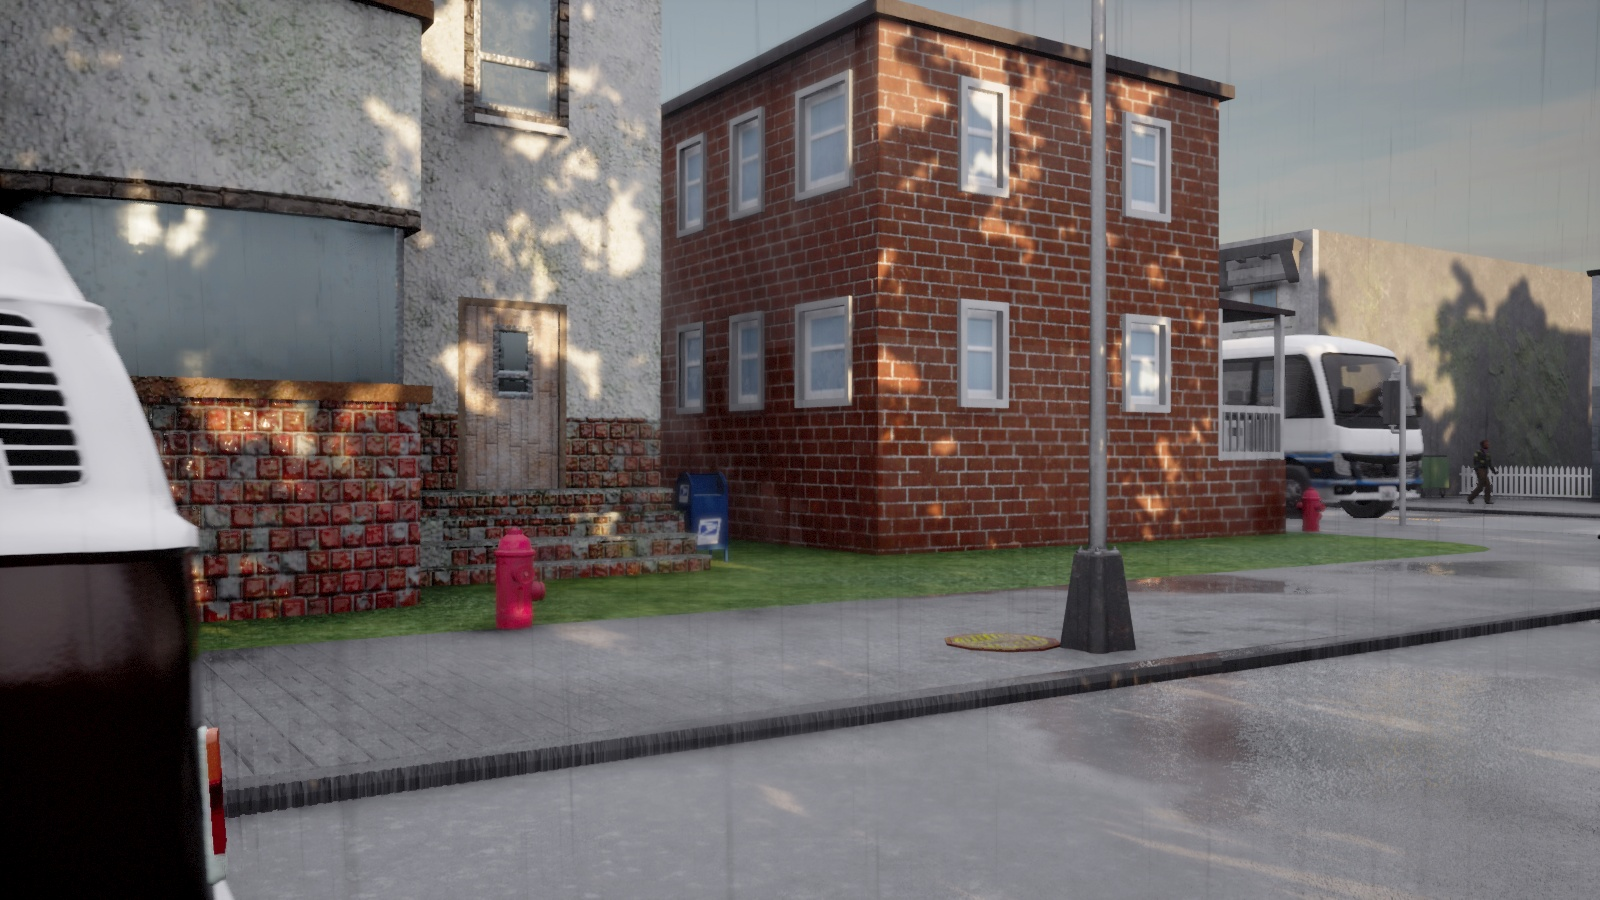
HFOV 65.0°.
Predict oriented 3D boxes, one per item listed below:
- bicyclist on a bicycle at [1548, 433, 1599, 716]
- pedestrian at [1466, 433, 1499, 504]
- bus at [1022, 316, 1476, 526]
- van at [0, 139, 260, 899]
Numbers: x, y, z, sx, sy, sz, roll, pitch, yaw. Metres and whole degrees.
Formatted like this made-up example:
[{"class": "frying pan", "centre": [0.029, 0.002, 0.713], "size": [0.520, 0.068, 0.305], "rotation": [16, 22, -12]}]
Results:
[{"class": "bicyclist on a bicycle", "centre": [5.288, 0.705, 7.601], "size": [1.656, 1.620, 0.582], "rotation": [-1, 0, -31]}, {"class": "pedestrian", "centre": [18.762, 0.499, 34.516], "size": [0.395, 1.930, 0.692], "rotation": [0, 0, -23]}, {"class": "bus", "centre": [10.430, -0.578, 30.853], "size": [3.944, 4.253, 10.273], "rotation": [0, 0, -32]}, {"class": "van", "centre": [-3.454, 0.484, 1.972], "size": [4.480, 2.038, 2.069], "rotation": [0, 0, -33]}]
